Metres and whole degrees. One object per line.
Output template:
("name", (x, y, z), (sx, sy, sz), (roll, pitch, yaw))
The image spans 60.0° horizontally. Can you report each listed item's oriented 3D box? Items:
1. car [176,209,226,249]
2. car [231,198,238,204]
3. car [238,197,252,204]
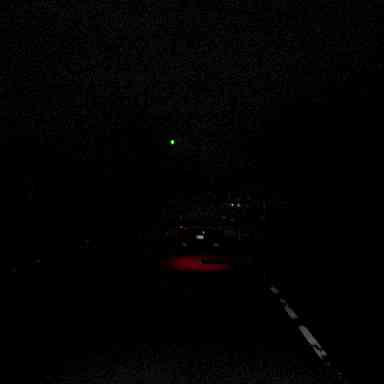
("car", (0.443, 1.486, 14.538), (1.882, 1.535, 5.008), (0, 0, 3))
("car", (11.490, 2.362, 85.520), (1.812, 1.442, 4.674), (0, -1, 19))
("car", (13.059, 1.946, 79.400), (2.097, 1.767, 4.553), (0, -1, 19))
